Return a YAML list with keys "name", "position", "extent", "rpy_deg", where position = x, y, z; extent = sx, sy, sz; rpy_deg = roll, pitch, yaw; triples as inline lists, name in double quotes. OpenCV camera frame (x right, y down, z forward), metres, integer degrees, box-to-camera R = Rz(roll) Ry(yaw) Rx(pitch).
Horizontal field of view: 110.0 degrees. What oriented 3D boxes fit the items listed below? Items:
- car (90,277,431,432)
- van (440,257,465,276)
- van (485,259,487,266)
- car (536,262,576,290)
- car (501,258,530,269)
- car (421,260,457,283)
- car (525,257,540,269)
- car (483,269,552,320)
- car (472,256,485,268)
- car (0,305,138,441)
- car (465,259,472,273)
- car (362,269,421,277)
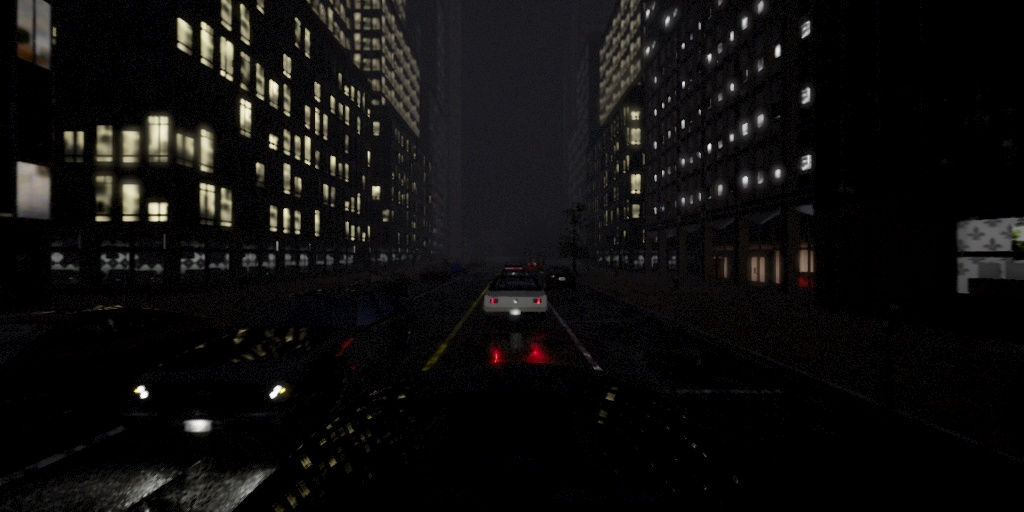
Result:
- name: "car"
  position: [-3.097, 1.283, 6.198]
  extent: [2.033, 1.411, 5.357]
  rpy_deg: [0, 0, 0]
- name: "van"
  position: [-5.678, 0.987, 32.823]
  extent: [1.690, 1.789, 3.998]
  rpy_deg: [0, 0, 0]
- name: "van"
  position: [-5.667, 0.882, 61.284]
  extent: [1.690, 1.789, 3.998]
  rpy_deg: [0, 0, 0]
- name: "car"
  position: [2.698, 1.252, 21.422]
  extent: [1.948, 1.339, 4.313]
  rpy_deg: [0, 0, 0]
- name: "car"
  position: [0.112, 1.149, 29.667]
  extent: [2.128, 1.511, 4.902]
  rpy_deg: [0, 0, 0]
- name: "car"
  position: [-5.680, 1.211, 27.130]
  extent: [1.888, 1.381, 4.507]
  rpy_deg: [0, 0, 0]
- name: "car"
  position: [2.707, 1.046, 44.189]
  extent: [1.967, 1.591, 4.097]
  rpy_deg: [0, 0, 0]
- name: "car"
  position: [0.105, 1.316, 12.487]
  extent: [1.895, 1.301, 4.718]
  rpy_deg: [0, 0, 0]
- name: "car"
  position: [-5.670, 1.003, 55.591]
  extent: [1.967, 1.591, 4.097]
  rpy_deg: [0, 0, 0]
- name: "car"
  position: [-5.689, 1.323, 4.360]
  extent: [1.802, 1.307, 4.207]
  rpy_deg: [0, 0, 0]
- name: "car"
  position: [-5.676, 1.208, 38.515]
  extent: [1.802, 1.307, 4.207]
  rpy_deg: [0, 0, 0]
- name: "car"
  position: [-5.685, 1.254, 15.746]
  extent: [2.007, 1.370, 4.403]
  rpy_deg: [0, 0, 0]
